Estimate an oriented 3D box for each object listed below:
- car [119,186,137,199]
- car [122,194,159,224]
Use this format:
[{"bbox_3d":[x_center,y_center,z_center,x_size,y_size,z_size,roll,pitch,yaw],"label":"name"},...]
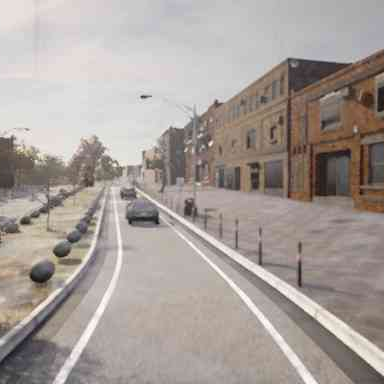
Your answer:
[{"bbox_3d":[-7.744,-0.025,40.308,2.128,1.511,4.902,0,3,-14],"label":"car"},{"bbox_3d":[-3.303,1.153,21.684,1.994,1.385,4.181,0,3,-13],"label":"car"}]
